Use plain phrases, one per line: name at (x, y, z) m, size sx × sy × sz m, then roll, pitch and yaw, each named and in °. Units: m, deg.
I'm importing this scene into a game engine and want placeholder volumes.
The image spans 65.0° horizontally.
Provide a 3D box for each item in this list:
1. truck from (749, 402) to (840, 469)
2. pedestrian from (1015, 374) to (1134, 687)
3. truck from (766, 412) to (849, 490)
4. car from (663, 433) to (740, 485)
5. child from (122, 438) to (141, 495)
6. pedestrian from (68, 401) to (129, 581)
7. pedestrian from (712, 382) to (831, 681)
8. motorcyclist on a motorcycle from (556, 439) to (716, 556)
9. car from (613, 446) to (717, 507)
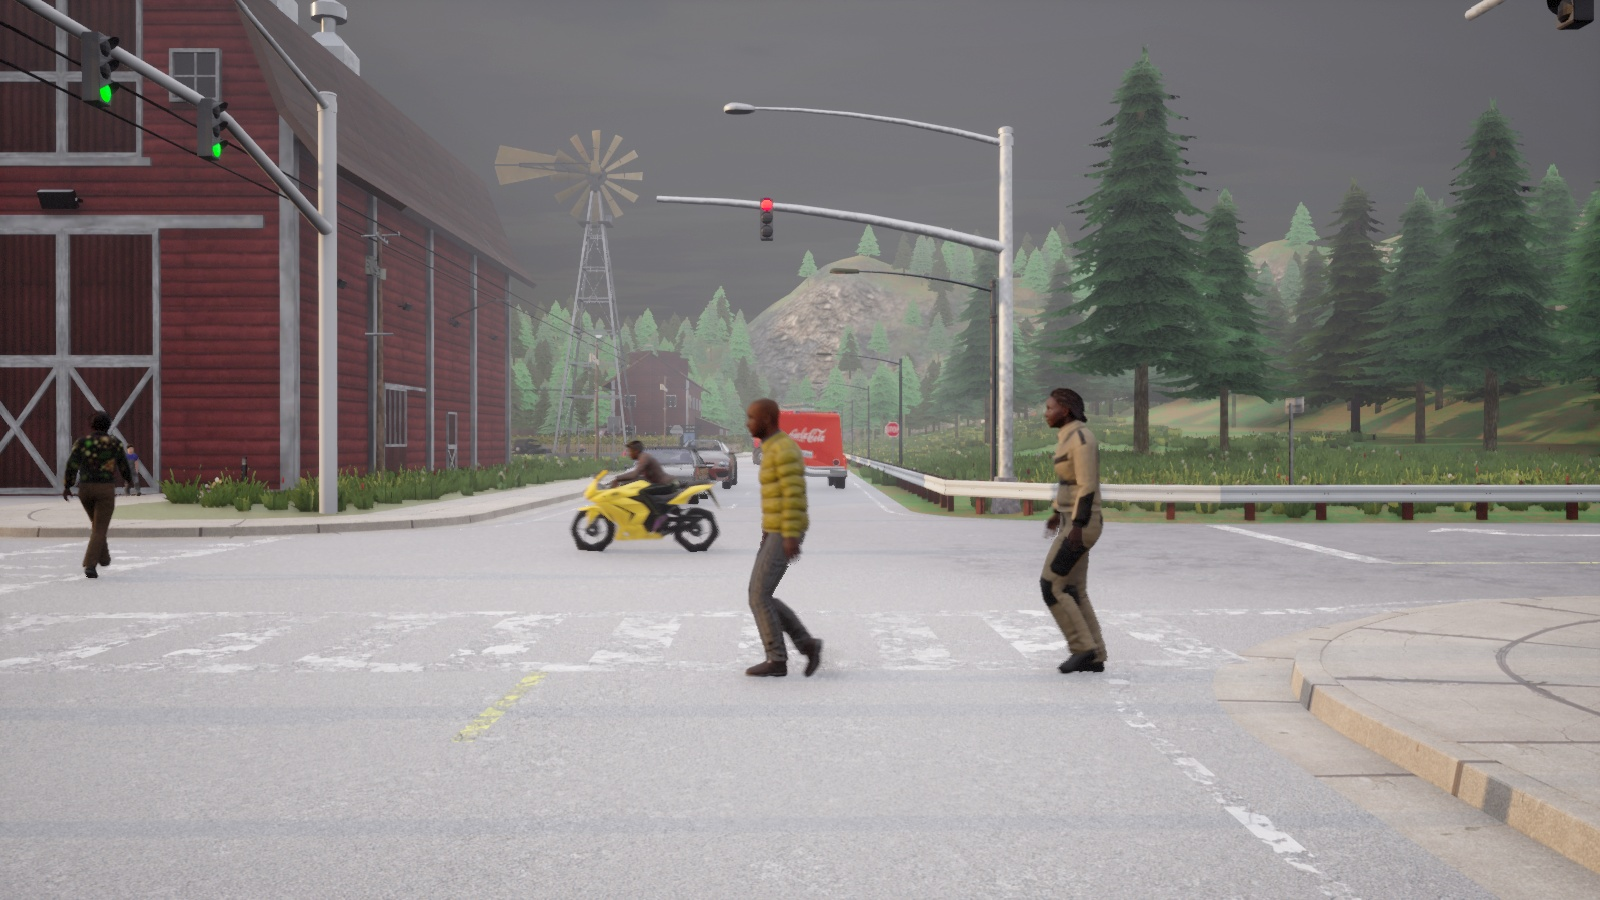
truck at (-0.466, -0.852, 76.657) m, size 2.891 × 3.827 × 8.468 m, roll 0°, pitch 0°, yaw -19°
pedestrian at (1.730, 0.495, 7.967) m, size 0.692 × 1.930 × 0.396 m, roll 0°, pitch 0°, yaw 6°
truck at (0.251, 0.021, 42.372) m, size 2.627 × 2.467 × 5.204 m, roll 0°, pitch 0°, yaw 0°
car at (-3.251, 0.283, 42.350) m, size 2.152 × 1.651 × 5.027 m, roll 0°, pitch 0°, yaw 0°
child at (-15.126, 0.369, 28.414) m, size 0.270 × 1.263 × 0.437 m, roll 0°, pitch 0°, yaw -43°
pedestrian at (-7.726, 0.437, 13.853) m, size 0.395 × 1.930 × 0.692 m, roll 0°, pitch 0°, yaw -11°
pedestrian at (-0.169, 0.497, 7.901) m, size 0.726 × 1.835 × 0.370 m, roll 0°, pitch 0°, yaw 2°
motorcyclist on a motorcycle at (-2.175, 0.620, 16.873) m, size 2.044 × 1.523 × 0.797 m, roll 0°, pitch 0°, yaw -1°
car at (-3.308, 0.611, 31.870) m, size 2.033 × 1.411 × 5.357 m, roll 0°, pitch 0°, yaw 0°
